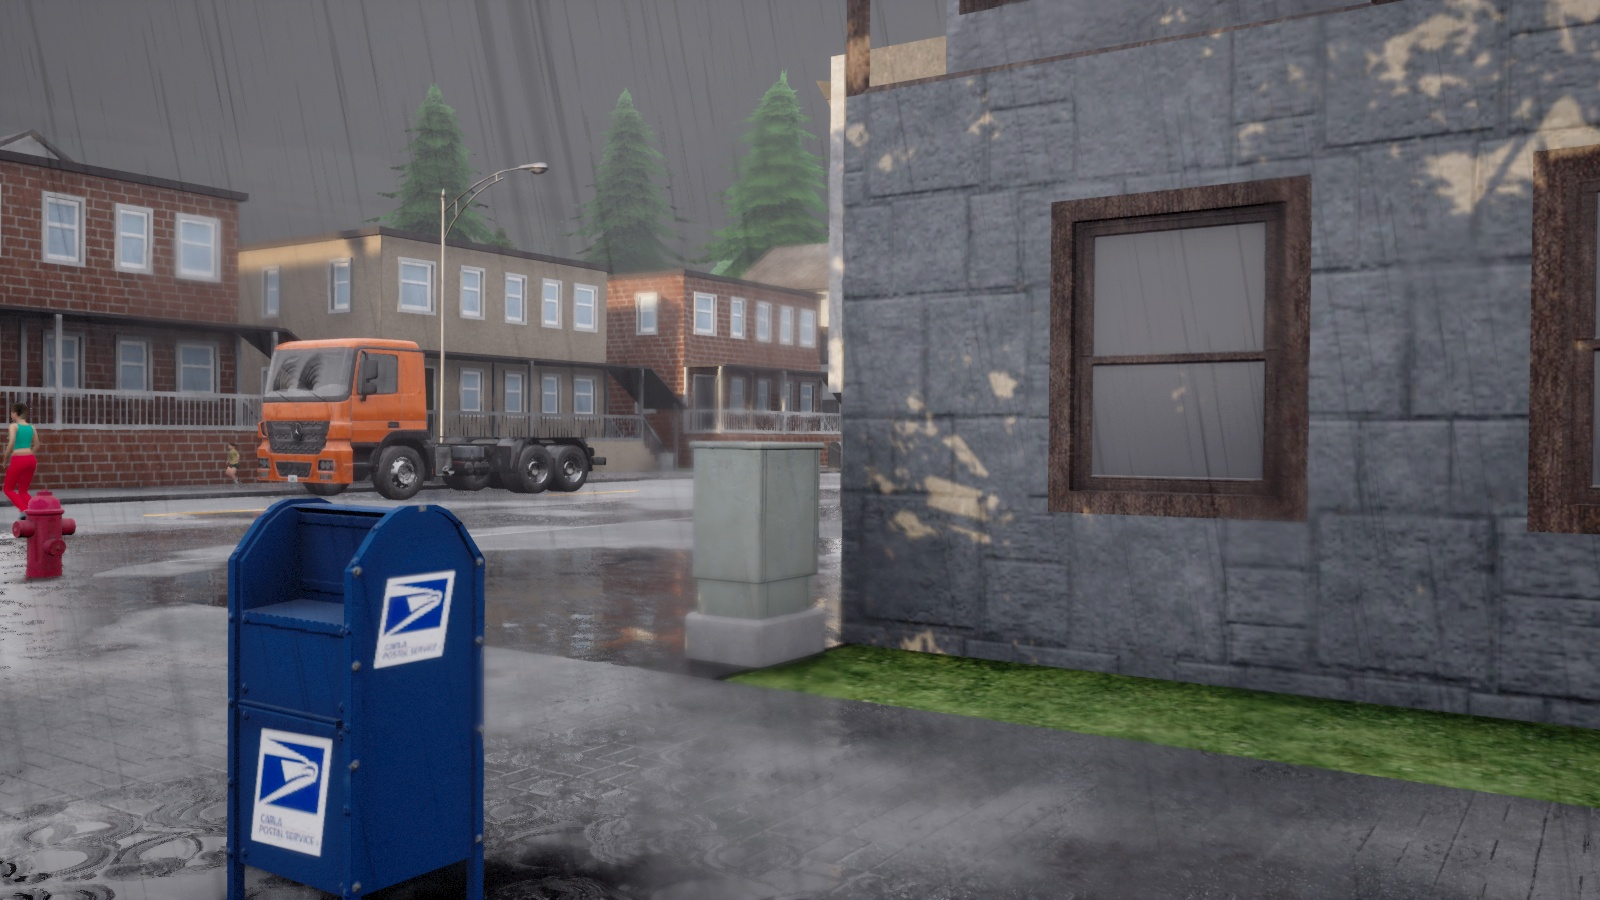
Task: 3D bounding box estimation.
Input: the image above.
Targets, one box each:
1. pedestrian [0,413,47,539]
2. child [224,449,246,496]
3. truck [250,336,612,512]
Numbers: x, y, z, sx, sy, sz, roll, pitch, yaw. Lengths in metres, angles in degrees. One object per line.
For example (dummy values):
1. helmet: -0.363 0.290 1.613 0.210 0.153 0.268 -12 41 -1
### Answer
1. pedestrian: -11.474 0.376 18.472 0.594 1.836 0.345 0 1 17
2. child: -13.558 0.533 30.121 0.255 1.110 0.394 0 1 34
3. truck: -8.083 -0.570 28.753 2.891 3.462 7.936 0 1 33
